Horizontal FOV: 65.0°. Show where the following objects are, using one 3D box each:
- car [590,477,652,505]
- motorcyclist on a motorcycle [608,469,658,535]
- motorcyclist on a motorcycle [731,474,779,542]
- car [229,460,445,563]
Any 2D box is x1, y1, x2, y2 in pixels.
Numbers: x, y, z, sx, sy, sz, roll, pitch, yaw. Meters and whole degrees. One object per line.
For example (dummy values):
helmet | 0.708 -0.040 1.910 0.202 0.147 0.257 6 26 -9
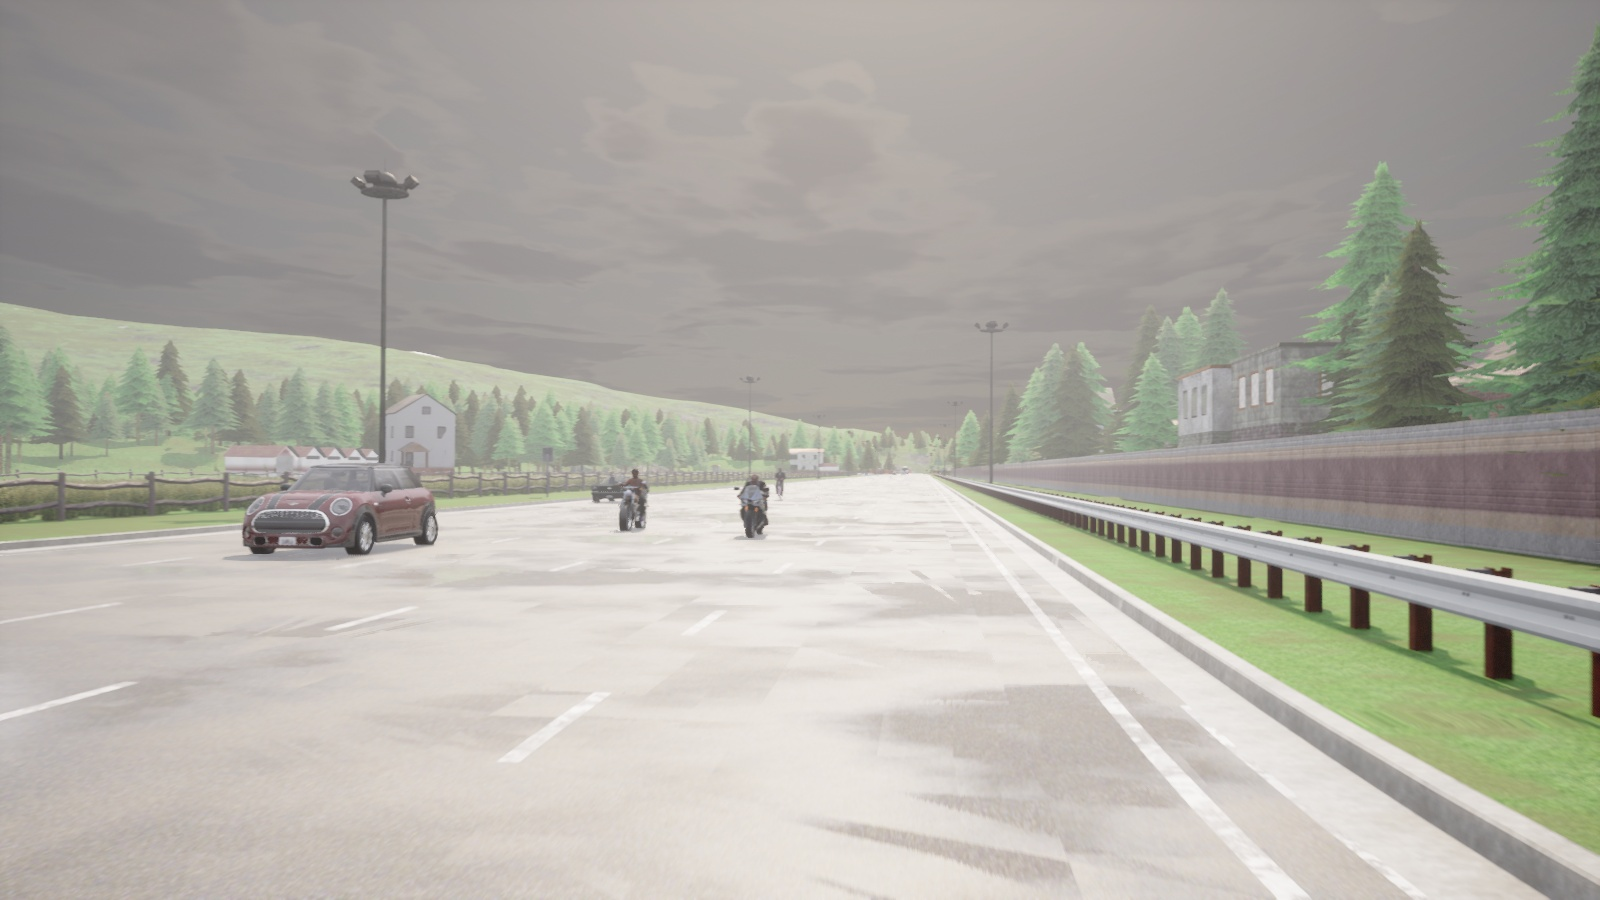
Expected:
car | -8.581 1.951 60.453 1.895 1.301 4.718 0 -1 6
motorcyclist on a motorcycle | -4.300 1.322 32.562 0.766 1.649 2.350 0 -1 6
motorcyclist on a motorcycle | -1.049 1.351 29.868 0.866 1.530 2.191 0 -1 6
car | -8.662 1.103 24.009 2.097 1.767 4.553 0 -1 6
